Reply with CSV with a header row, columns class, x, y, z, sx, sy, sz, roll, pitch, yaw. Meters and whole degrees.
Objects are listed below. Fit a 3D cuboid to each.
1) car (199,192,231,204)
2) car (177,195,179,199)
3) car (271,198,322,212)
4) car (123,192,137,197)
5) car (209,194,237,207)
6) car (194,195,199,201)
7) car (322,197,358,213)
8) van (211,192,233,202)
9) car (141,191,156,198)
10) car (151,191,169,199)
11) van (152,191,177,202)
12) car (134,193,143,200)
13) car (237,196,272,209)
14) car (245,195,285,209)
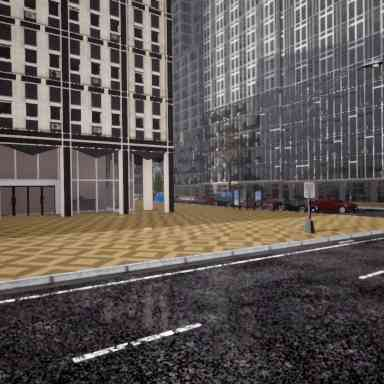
class,x,y,z,sx,sy,sz,roll,pitch,yaw
car,3.599,1.008,50.879,2.097,1.767,4.553,-1,1,-35
car,-4.342,0.932,72.906,1.802,1.307,4.206,0,1,-34
car,10.972,1.421,35.215,1.947,1.339,4.313,-1,1,-34
car,-17.116,0.684,91.712,2.008,1.369,4.403,0,1,-34
car,4.647,1.317,44.662,1.947,1.339,4.313,-1,1,-34
car,2.045,1.040,63.503,1.802,1.307,4.206,-1,1,-34
car,14.651,1.313,34.622,1.882,1.535,5.008,-1,1,-34
van,5.237,0.852,58.798,1.690,1.788,3.998,-1,1,-34
car,-10.730,0.682,82.307,1.967,1.590,4.097,0,1,-34
car,-7.536,0.611,77.605,2.192,1.841,5.009,0,1,-34
van,-4.888,0.934,58.793,1.690,1.788,3.998,0,1,-34
car,-11.275,1.036,68.199,2.008,1.369,4.403,0,1,-34
car,7.792,1.385,39.929,1.802,1.307,4.206,-1,1,-34
car,9.252,1.225,42.573,1.882,1.535,5.008,-1,1,-34
